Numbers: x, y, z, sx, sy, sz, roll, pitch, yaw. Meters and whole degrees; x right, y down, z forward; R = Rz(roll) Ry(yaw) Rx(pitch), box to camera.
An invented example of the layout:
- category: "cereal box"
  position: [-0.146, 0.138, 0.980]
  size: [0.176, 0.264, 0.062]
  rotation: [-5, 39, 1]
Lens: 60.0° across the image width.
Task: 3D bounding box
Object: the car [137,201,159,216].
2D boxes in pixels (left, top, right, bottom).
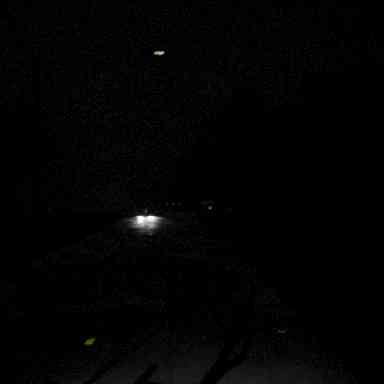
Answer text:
- category: "car"
  position: [-5.077, 1.822, 37.219]
  size: [2.128, 1.511, 4.902]
  rotation: [0, -1, -6]

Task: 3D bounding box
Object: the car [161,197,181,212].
- category: "car"
  position: [-2.836, 1.759, 46.632]
  size: [2.150, 2.045, 5.566]
  rotation: [0, -1, -8]

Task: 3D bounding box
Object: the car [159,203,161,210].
- category: "car"
  position: [-5.222, 2.542, 62.103]
  size: [2.033, 1.411, 5.357]
  rotation: [0, -2, -10]

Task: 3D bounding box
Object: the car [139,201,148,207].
- category: "car"
  position: [-11.457, 2.863, 78.562]
  size: [1.812, 1.442, 4.674]
  rotation: [0, -3, -12]

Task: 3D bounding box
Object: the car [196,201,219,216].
- category: "car"
  position: [1.570, 1.631, 34.885]
  size: [2.163, 1.488, 4.792]
  rotation: [0, -1, -5]
